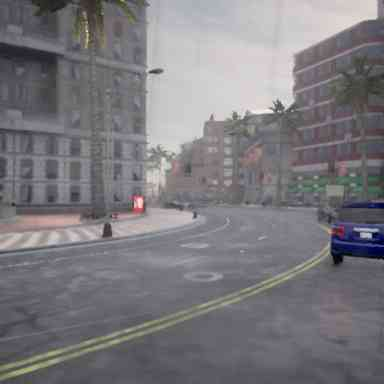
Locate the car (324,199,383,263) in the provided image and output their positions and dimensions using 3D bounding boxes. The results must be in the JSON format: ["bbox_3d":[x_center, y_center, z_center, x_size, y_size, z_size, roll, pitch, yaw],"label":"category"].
[{"bbox_3d":[6.486,1.366,11.942,2.150,2.045,5.566,0,0,32],"label":"car"}]

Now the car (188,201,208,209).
[{"bbox_3d":[1.020,2.187,58.347,1.994,1.385,4.181,0,-1,-28],"label":"car"}]

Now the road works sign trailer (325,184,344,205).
[{"bbox_3d":[15.803,0.897,37.200,2.380,3.560,2.880,0,-1,-10],"label":"road works sign trailer"}]

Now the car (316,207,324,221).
[{"bbox_3d":[11.807,1.815,27.818,2.128,1.511,4.902,0,-1,7],"label":"car"}]

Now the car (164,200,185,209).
[{"bbox_3d":[-3.212,2.165,58.833,2.033,1.411,5.357,0,-1,-28],"label":"car"}]
